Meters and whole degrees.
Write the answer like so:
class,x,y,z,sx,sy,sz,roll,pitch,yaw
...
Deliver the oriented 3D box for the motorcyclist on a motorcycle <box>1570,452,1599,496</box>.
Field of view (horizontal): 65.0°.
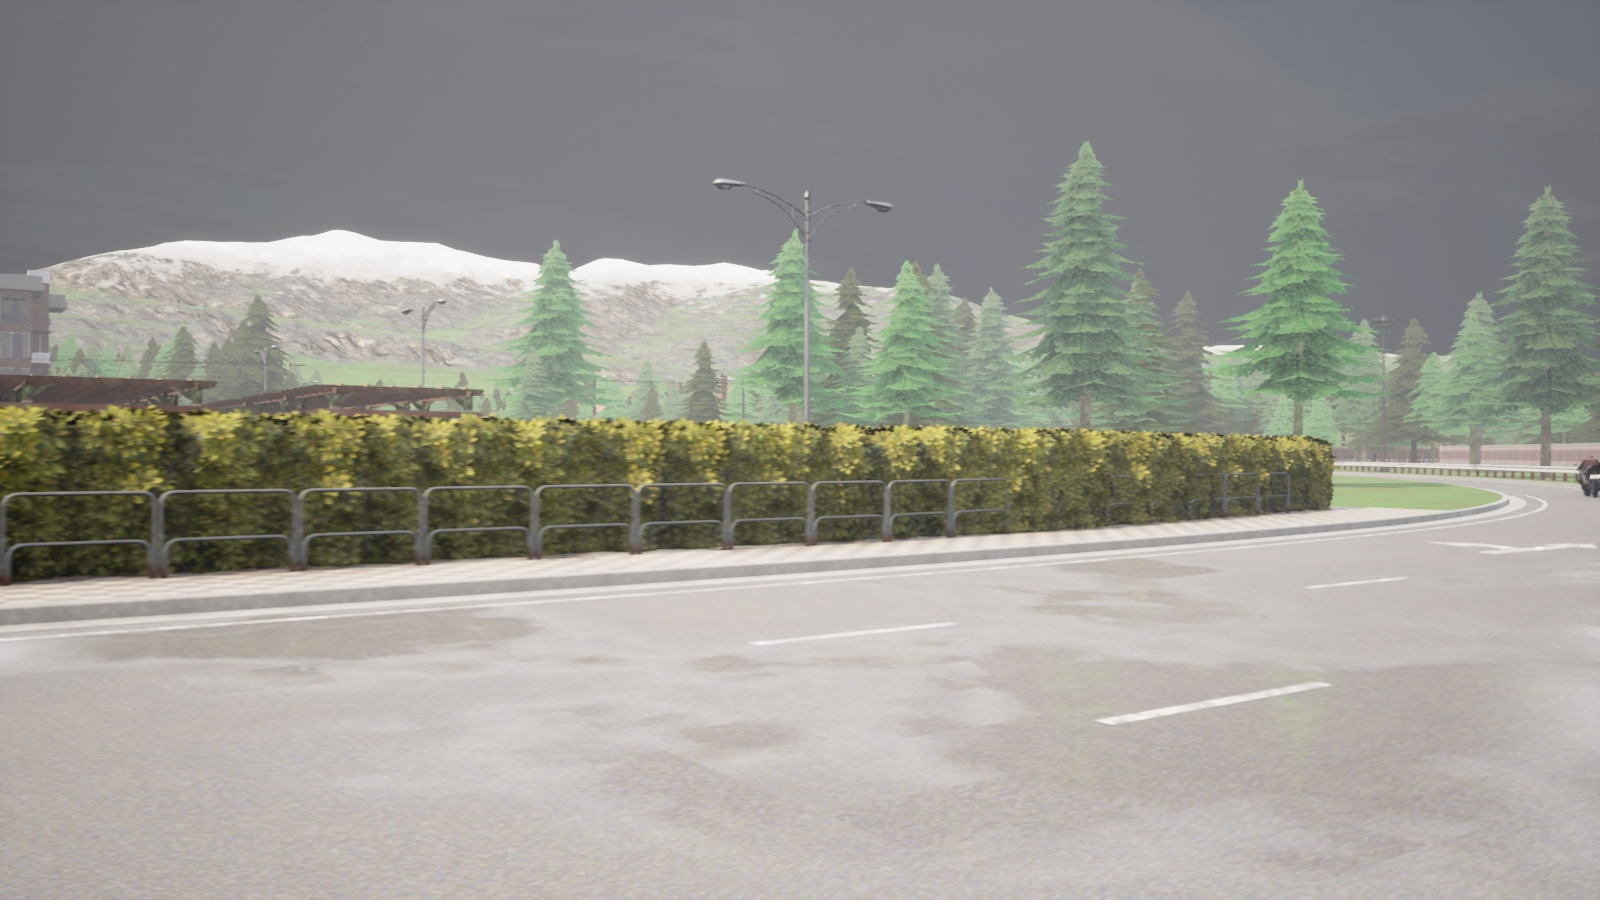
class,x,y,z,sx,sy,sz,roll,pitch,yaw
motorcyclist on a motorcycle,27.860,0.830,44.334,0.866,1.530,2.191,0,0,23
